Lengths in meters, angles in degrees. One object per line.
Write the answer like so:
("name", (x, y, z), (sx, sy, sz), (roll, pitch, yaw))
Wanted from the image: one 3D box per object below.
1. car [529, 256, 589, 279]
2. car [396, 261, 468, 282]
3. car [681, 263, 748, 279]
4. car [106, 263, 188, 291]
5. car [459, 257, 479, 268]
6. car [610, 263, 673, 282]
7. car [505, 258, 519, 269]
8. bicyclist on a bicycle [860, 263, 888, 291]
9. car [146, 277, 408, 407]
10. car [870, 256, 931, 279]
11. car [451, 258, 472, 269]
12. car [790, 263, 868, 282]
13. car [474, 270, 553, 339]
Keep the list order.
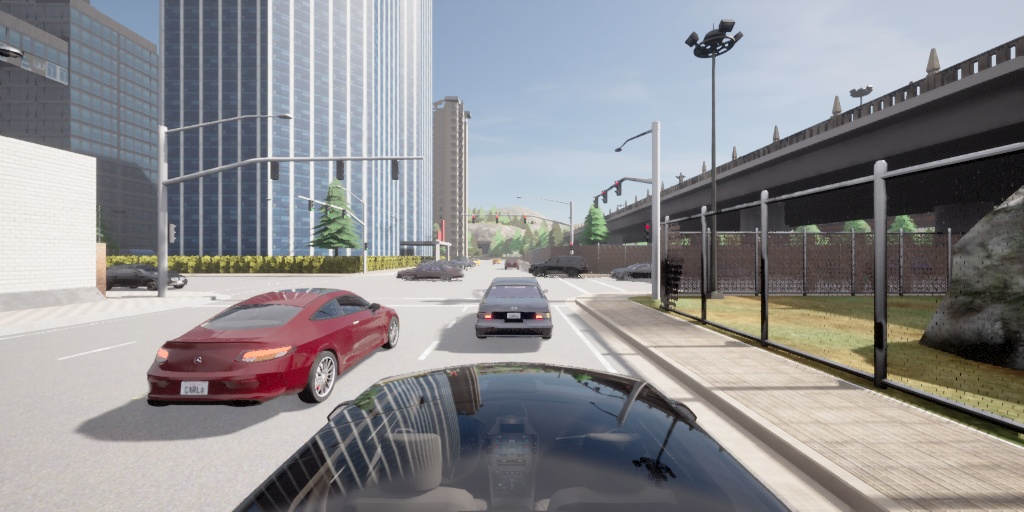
("car", (4.432, 1.011, 33.934), (5.566, 2.045, 2.150), (1, 1, 20))
("car", (-6.540, 1.327, 29.088), (5.357, 1.411, 2.033), (0, 0, 0))
("car", (18.439, 1.353, 32.691), (5.357, 1.411, 2.033), (0, 0, 0))
("car", (-22.584, 1.331, 21.840), (4.674, 1.442, 1.812), (0, 0, 0))
("car", (-7.186, 1.297, 58.783), (2.033, 1.411, 5.357), (0, 0, 0))
("car", (10.523, 1.298, 29.118), (4.902, 1.511, 2.128), (0, 0, -1))
("car", (-0.019, 1.102, 54.801), (2.097, 1.767, 4.553), (0, 0, 0))
("bicyclist on a bicycle", (18.266, 1.106, 18.208), (0.582, 1.620, 1.656), (0, 0, 0))
("car", (-3.450, 1.276, 6.211), (1.812, 1.442, 4.674), (0, 0, 0))
("car", (34.695, 1.027, 32.746), (5.566, 2.045, 2.150), (0, 0, 0))
("car", (-7.180, 1.314, 49.545), (1.994, 1.385, 4.181), (0, 0, 0))
("car", (25.432, 1.311, 29.218), (4.892, 1.490, 1.837), (0, 0, 0))
("car", (0.079, 1.297, 10.031), (2.033, 1.411, 5.357), (0, 0, 1))
